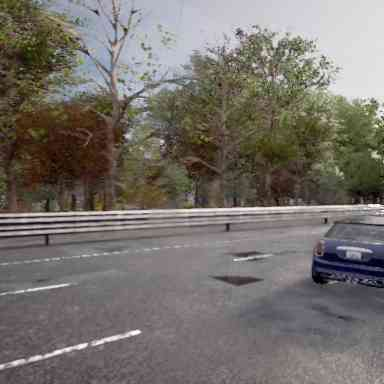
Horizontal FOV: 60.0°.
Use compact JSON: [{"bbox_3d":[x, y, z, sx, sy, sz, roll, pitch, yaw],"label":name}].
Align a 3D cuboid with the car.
[{"bbox_3d":[5.038,1.441,9.030,2.097,1.767,4.553,0,0,42],"label":"car"}]
